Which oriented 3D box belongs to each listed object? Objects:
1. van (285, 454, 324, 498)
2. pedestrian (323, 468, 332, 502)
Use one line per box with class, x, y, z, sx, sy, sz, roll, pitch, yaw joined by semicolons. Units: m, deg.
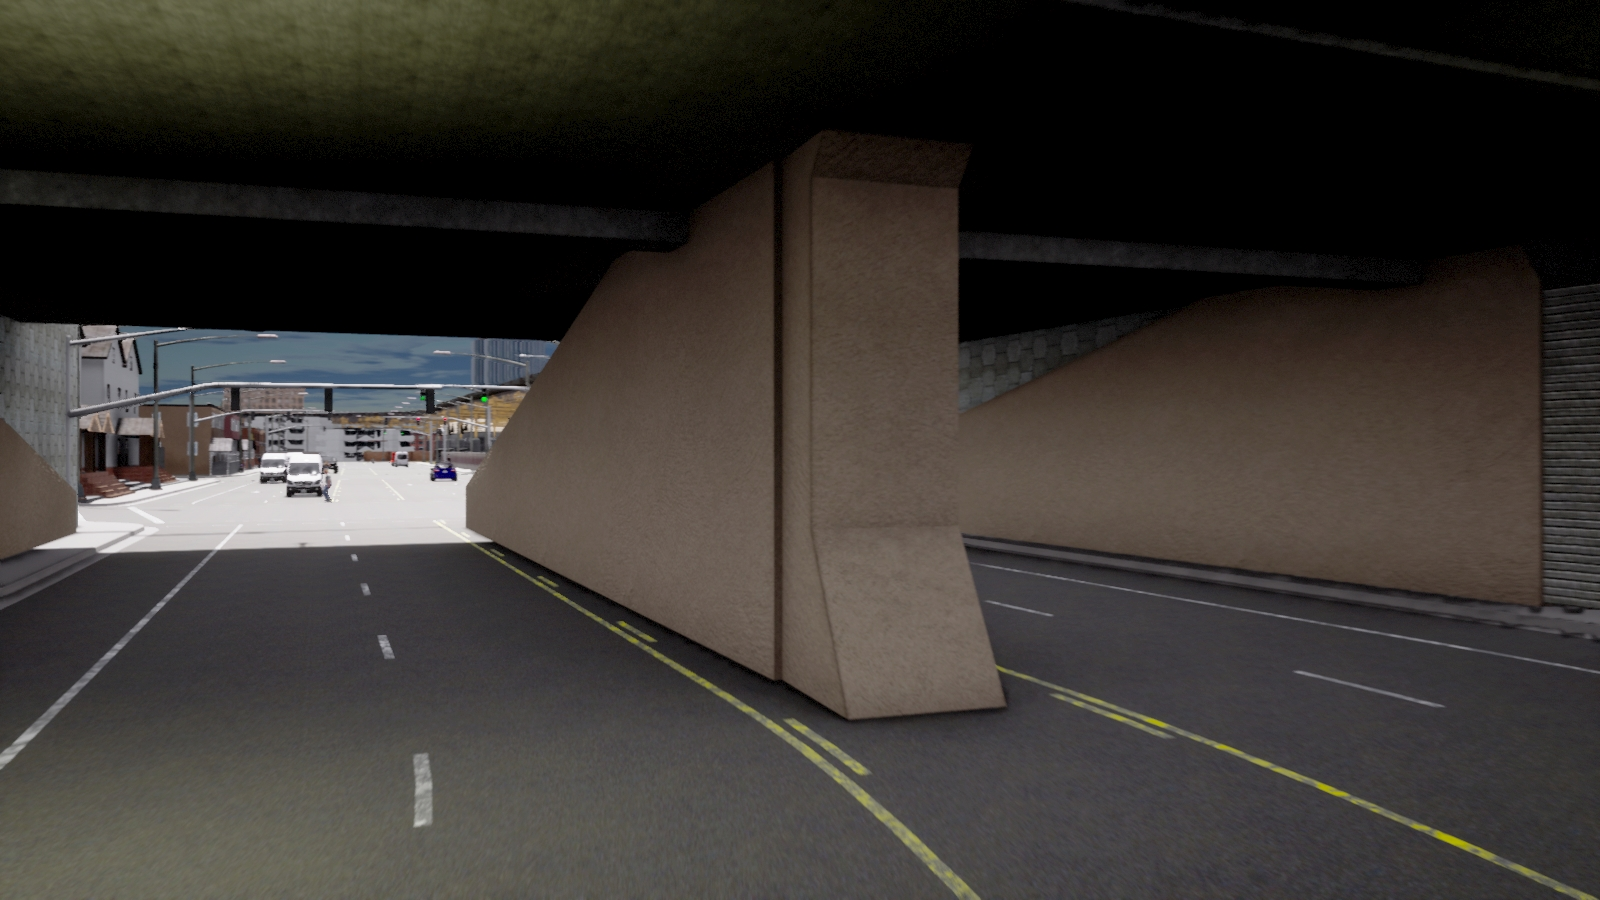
van;-30.480;1.550;70.411;1.988;2.561;5.915;0;0;-22
pedestrian;-25.507;1.880;61.710;0.375;1.860;0.375;0;0;-32
